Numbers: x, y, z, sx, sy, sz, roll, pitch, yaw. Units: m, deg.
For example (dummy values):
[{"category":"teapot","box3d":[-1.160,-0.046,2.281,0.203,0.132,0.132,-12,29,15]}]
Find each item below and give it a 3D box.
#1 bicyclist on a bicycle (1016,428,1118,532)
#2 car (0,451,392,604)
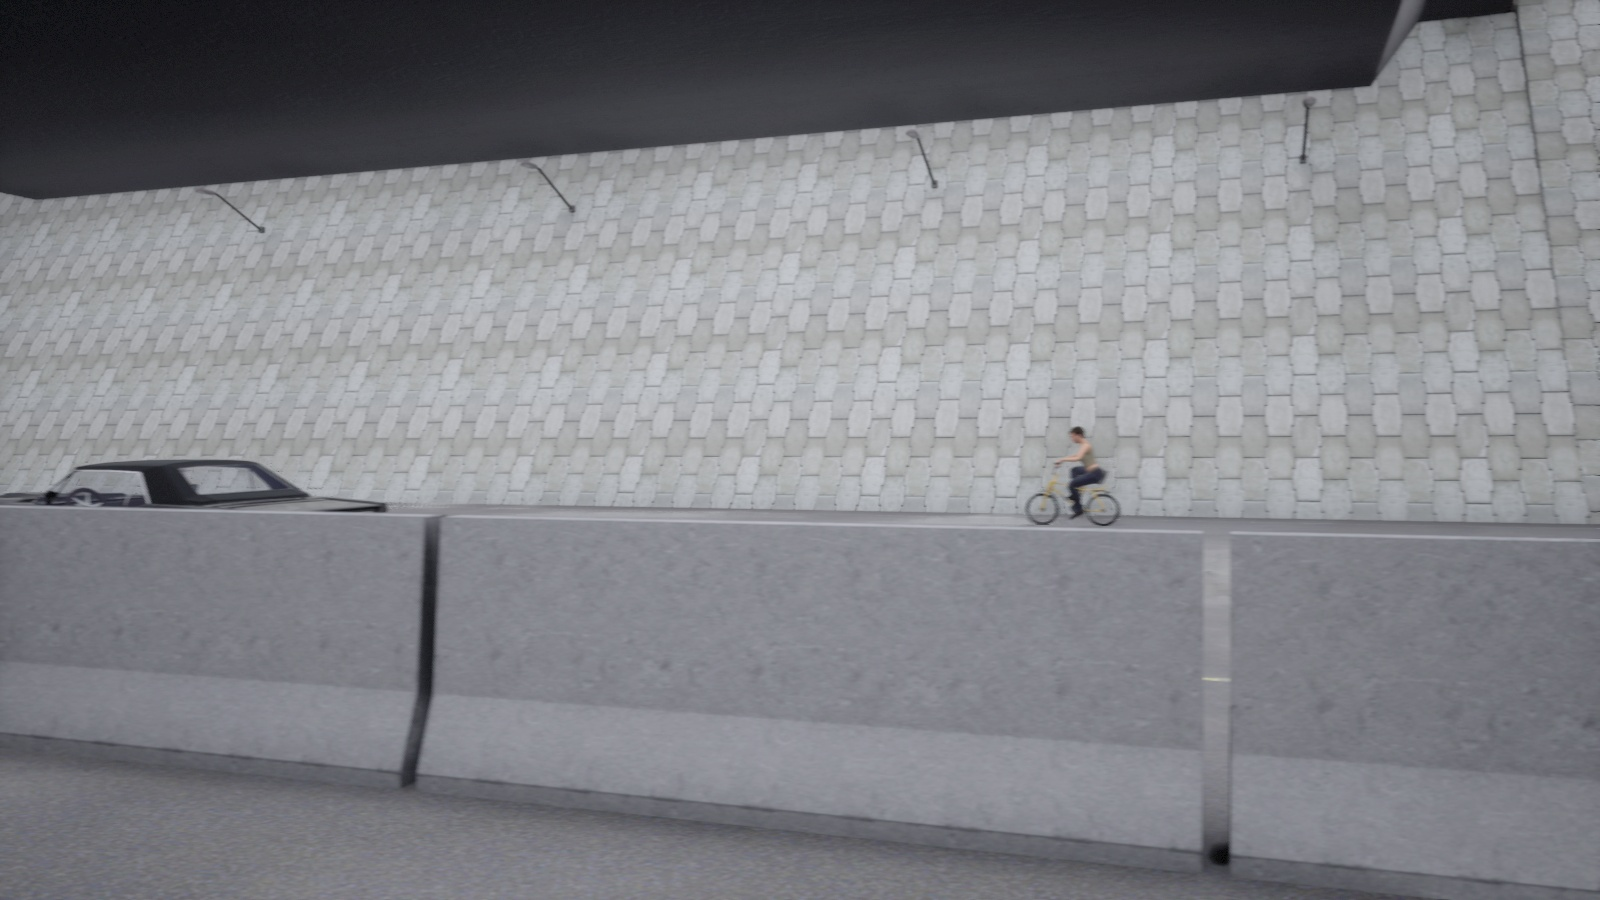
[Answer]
[{"category":"bicyclist on a bicycle","box3d":[4.302,0.456,20.201,1.509,1.612,0.866,1,1,19]},{"category":"car","box3d":[-6.767,0.696,12.856,4.718,1.301,1.895,1,1,19]}]
